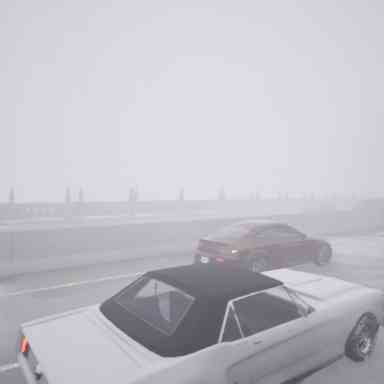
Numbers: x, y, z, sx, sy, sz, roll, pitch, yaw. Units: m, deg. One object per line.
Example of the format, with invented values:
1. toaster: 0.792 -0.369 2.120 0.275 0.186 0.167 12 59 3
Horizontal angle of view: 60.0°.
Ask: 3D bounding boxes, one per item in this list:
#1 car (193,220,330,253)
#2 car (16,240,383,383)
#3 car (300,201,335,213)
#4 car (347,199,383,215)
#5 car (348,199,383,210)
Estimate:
1. car: 2.184 1.554 9.786 4.674 1.442 1.812 0 0 -36
2. car: 0.528 1.614 4.229 4.718 1.301 1.895 0 0 -36
3. car: 13.484 1.653 35.831 4.181 1.385 1.994 0 0 -37
4. car: 18.615 1.583 35.282 4.892 1.490 1.837 0 0 -36
5. car: 15.275 1.415 28.444 4.553 1.767 2.097 0 0 -37
